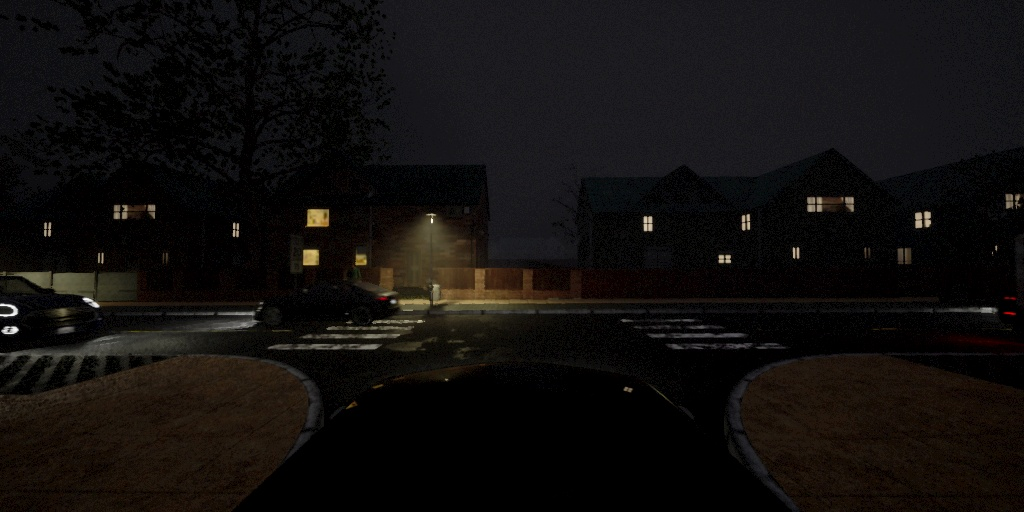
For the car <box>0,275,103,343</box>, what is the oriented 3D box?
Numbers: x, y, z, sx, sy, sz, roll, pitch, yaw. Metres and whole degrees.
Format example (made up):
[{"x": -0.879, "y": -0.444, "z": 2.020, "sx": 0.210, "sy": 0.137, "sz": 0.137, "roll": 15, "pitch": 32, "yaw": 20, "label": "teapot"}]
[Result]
[{"x": -13.108, "y": 1.241, "z": 8.812, "sx": 4.553, "sy": 1.767, "sz": 2.097, "roll": -1, "pitch": -1, "yaw": 2, "label": "car"}]

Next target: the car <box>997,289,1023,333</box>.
[{"x": 14.129, "y": 1.141, "z": 7.996, "sx": 4.892, "sy": 1.490, "sz": 1.837, "roll": 0, "pitch": -1, "yaw": 2, "label": "car"}]

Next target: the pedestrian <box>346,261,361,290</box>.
[{"x": -6.468, "y": 1.113, "z": 14.482, "sx": 0.375, "sy": 1.860, "sz": 0.375, "roll": 0, "pitch": -1, "yaw": 2, "label": "pedestrian"}]

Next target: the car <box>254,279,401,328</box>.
[{"x": -5.786, "y": 1.454, "z": 11.540, "sx": 4.181, "sy": 1.385, "sz": 1.994, "roll": -1, "pitch": -1, "yaw": 2, "label": "car"}]
